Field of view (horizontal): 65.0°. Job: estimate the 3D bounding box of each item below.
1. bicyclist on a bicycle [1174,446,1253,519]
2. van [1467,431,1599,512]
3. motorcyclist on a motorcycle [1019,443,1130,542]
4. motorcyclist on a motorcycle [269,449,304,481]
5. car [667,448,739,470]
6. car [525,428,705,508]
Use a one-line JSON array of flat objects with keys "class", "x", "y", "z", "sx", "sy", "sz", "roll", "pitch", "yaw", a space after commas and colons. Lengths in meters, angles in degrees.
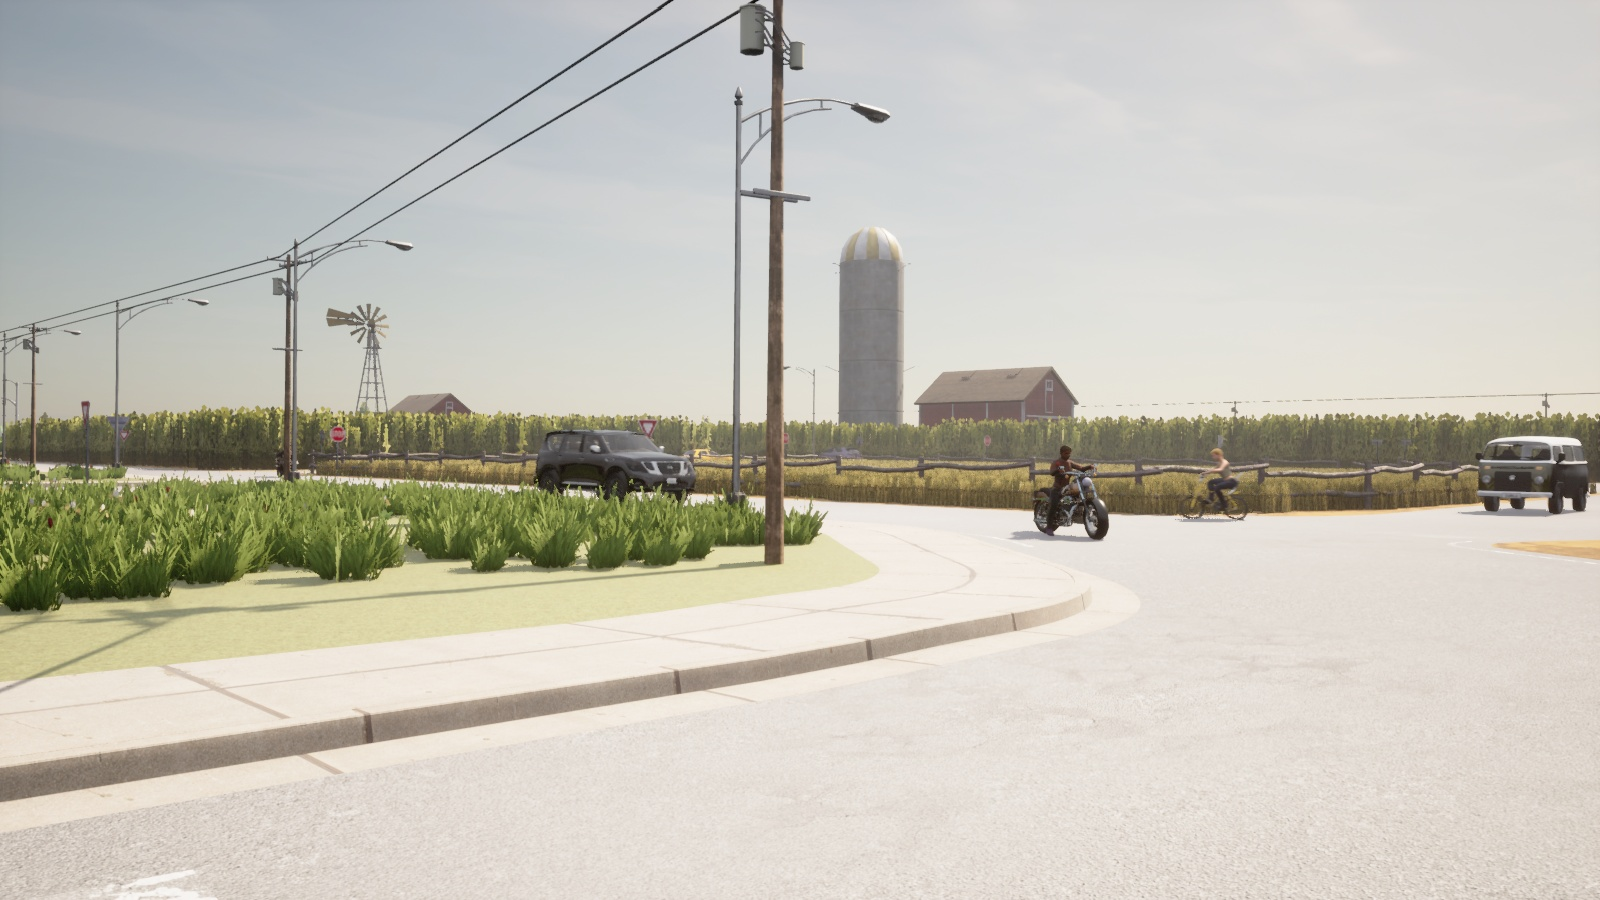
[{"class": "bicyclist on a bicycle", "x": 9.225, "y": 0.725, "z": 28.073, "sx": 1.509, "sy": 1.612, "sz": 0.866, "roll": 0, "pitch": -2, "yaw": 5}, {"class": "van", "x": 19.700, "y": 0.556, "z": 33.659, "sx": 2.069, "sy": 2.038, "sz": 4.480, "roll": 0, "pitch": 0, "yaw": 44}, {"class": "motorcyclist on a motorcycle", "x": 4.776, "y": 0.704, "z": 22.069, "sx": 0.766, "sy": 1.649, "sz": 2.350, "roll": 0, "pitch": 0, "yaw": -20}, {"class": "motorcyclist on a motorcycle", "x": -25.098, "y": 0.727, "z": 61.341, "sx": 0.866, "sy": 1.530, "sz": 2.191, "roll": 0, "pitch": 0, "yaw": -43}, {"class": "car", "x": -7.163, "y": 0.632, "z": 92.874, "sx": 5.366, "sy": 1.575, "sz": 1.801, "roll": 0, "pitch": 0, "yaw": -43}, {"class": "car", "x": -5.223, "y": 0.465, "z": 34.862, "sx": 2.150, "sy": 2.045, "sz": 5.566, "roll": 0, "pitch": 0, "yaw": -43}]
